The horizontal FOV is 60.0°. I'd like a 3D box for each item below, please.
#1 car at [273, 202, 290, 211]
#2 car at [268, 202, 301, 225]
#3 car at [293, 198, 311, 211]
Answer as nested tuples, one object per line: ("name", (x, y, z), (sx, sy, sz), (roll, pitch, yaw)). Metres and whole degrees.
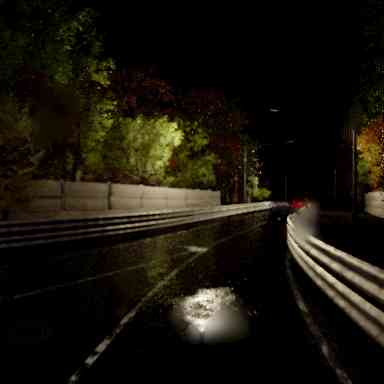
("car", (14.319, 2.315, 53.047), (1.895, 1.301, 4.718), (0, -1, 22))
("car", (7.341, 1.823, 26.703), (1.882, 1.535, 5.008), (0, 0, 22))
("car", (15.071, 1.832, 45.780), (2.150, 2.045, 5.566), (0, -2, 22))
